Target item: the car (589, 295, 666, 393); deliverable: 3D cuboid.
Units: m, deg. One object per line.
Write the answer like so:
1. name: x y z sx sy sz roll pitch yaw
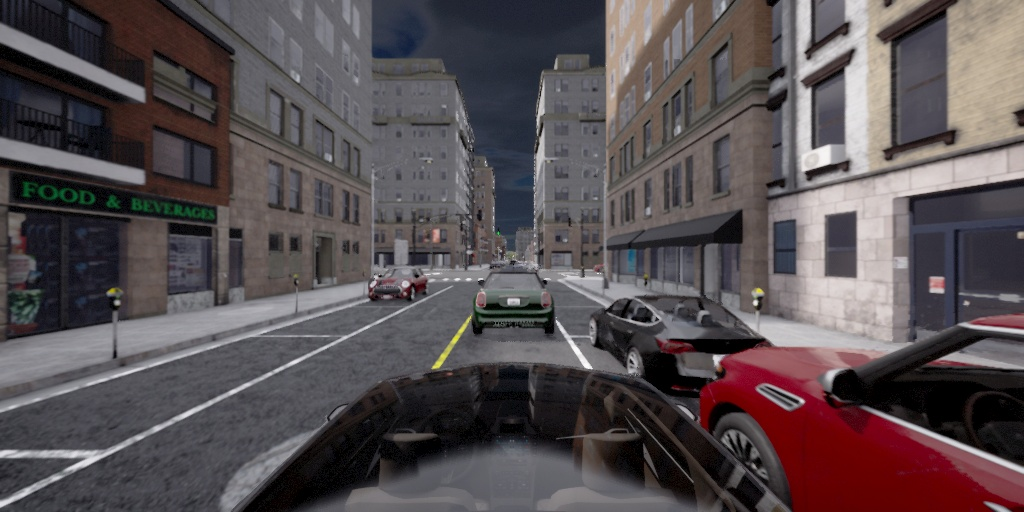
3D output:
1. car: 2.640 1.333 6.479 1.948 1.339 4.313 0 0 0

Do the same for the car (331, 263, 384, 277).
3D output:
1. car: -16.113 1.457 37.569 4.718 1.301 1.895 0 0 0

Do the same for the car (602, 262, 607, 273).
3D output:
1. car: 14.246 1.476 44.407 4.902 1.511 2.128 0 0 -2

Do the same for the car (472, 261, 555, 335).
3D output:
1. car: 0.027 1.135 10.793 2.097 1.767 4.553 0 0 0

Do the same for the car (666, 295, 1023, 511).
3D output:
1. car: 2.634 1.062 1.026 2.192 1.841 5.009 0 0 0

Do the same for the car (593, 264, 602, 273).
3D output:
1. car: 13.145 1.343 47.648 4.553 1.767 2.097 0 0 0

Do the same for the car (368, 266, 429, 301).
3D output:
1. car: -5.376 1.250 17.396 1.967 1.591 4.097 0 0 0
